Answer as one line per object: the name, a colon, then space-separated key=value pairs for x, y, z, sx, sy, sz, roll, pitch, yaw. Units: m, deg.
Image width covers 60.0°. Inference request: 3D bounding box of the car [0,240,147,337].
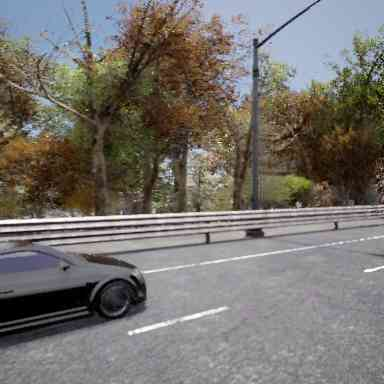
car: x=-2.914 y=1.576 z=5.879 sx=4.181 sy=1.385 sz=1.994 roll=0 pitch=0 yaw=-37
